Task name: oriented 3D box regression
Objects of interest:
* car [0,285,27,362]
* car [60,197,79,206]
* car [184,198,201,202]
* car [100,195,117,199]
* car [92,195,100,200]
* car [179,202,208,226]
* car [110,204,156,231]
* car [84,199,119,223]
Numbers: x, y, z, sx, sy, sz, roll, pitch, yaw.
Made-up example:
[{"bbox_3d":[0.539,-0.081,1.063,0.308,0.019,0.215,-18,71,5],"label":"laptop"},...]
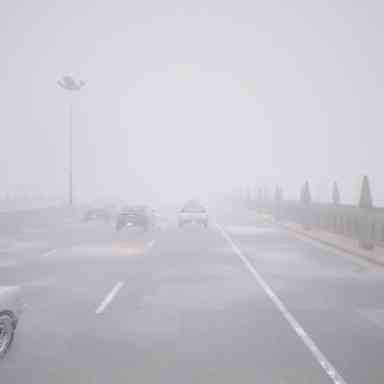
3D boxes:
[{"bbox_3d":[-3.403,1.601,2.856,1.895,1.301,4.718,0,0,0],"label":"car"},{"bbox_3d":[-21.076,1.544,57.412,1.882,1.535,5.008,0,0,1],"label":"car"},{"bbox_3d":[0.071,1.530,41.359,1.837,1.490,4.892,0,0,0],"label":"car"},{"bbox_3d":[-14.079,1.573,58.068,1.837,1.490,4.892,0,0,1],"label":"car"},{"bbox_3d":[-17.559,1.441,63.486,2.097,1.767,4.553,0,0,0],"label":"car"},{"bbox_3d":[0.082,1.605,23.137,1.895,1.301,4.718,0,0,0],"label":"car"},{"bbox_3d":[-3.415,1.507,20.597,1.837,1.490,4.892,0,0,0],"label":"car"},{"bbox_3d":[-6.918,1.531,25.681,1.812,1.442,4.674,0,0,0],"label":"car"}]
